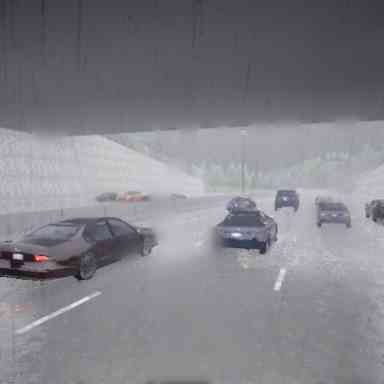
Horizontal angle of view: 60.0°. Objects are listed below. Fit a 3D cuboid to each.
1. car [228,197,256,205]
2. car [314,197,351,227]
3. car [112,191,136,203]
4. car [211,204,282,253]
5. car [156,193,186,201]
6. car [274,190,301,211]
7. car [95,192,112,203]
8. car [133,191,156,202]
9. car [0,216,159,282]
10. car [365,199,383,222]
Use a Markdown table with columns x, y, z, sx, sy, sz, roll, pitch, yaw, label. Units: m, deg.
| x | y | z | sx | sy | sz | roll | pitch | yaw | label |
| --- | --- | --- | --- | --- | --- | --- | --- | --- | --- |
| 4.506 | 1.129 | 29.649 | 2.033 | 1.411 | 5.357 | 1 | 1 | 20 | car |
| 8.628 | 1.282 | 20.497 | 2.033 | 1.411 | 5.357 | 1 | 1 | 20 | car |
| -8.459 | 0.641 | 45.694 | 2.097 | 1.767 | 4.553 | 1 | 1 | 20 | car |
| 2.180 | 1.380 | 13.012 | 1.994 | 1.385 | 4.181 | 1 | 1 | 20 | car |
| -2.267 | 0.859 | 42.260 | 2.128 | 1.511 | 4.902 | 1 | 1 | 20 | car |
| 9.601 | 0.770 | 33.411 | 2.150 | 2.045 | 5.566 | 1 | 1 | 20 | car |
| -11.733 | 0.764 | 46.940 | 1.837 | 1.490 | 4.892 | 1 | 0 | 20 | car |
| -5.464 | 0.896 | 43.711 | 1.994 | 1.385 | 4.181 | 1 | 1 | 20 | car |
| -2.841 | 1.394 | 9.455 | 2.033 | 1.411 | 5.357 | 1 | 1 | 20 | car |
| 13.260 | 1.222 | 22.993 | 1.837 | 1.490 | 4.892 | 1 | 1 | 20 | car |
